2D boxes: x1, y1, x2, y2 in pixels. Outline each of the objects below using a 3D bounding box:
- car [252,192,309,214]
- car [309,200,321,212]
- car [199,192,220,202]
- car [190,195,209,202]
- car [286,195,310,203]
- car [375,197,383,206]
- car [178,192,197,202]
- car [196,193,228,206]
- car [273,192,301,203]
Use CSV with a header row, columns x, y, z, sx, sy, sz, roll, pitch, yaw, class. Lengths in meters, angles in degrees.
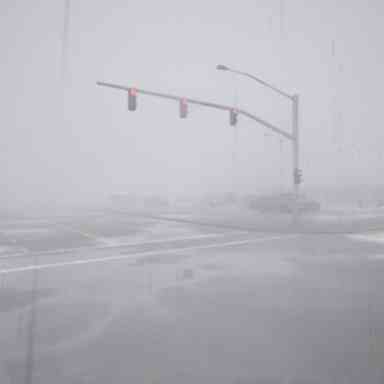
x,y,z,sx,sy,sz,roll,pitch,yaw,class
8.308,1.080,31.478,1.932,1.855,4.605,0,0,-35,car
10.712,1.075,33.091,1.905,1.878,3.866,0,0,-35,car
3.559,1.031,67.879,1.932,1.855,4.605,0,0,-35,car
1.388,1.250,66.302,1.784,1.438,3.905,0,0,-35,car
19.145,1.216,60.315,1.784,1.438,3.905,0,0,-35,car
26.780,1.016,44.356,1.905,1.878,3.866,0,0,-35,car
-0.986,1.290,64.645,1.970,1.475,3.806,0,0,-35,car
2.931,1.307,48.961,1.970,1.475,3.806,0,0,-35,car
16.733,1.014,58.709,1.932,1.855,4.605,0,0,-35,car
